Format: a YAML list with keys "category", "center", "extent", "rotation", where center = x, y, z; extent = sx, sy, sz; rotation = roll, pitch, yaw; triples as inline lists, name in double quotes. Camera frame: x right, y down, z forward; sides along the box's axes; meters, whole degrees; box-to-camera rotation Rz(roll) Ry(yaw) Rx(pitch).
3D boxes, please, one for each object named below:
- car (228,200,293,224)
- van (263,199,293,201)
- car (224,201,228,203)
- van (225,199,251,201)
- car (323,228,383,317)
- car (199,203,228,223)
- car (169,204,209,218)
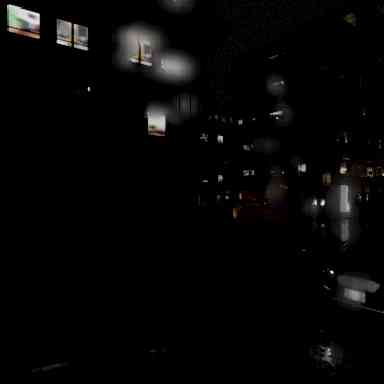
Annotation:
- category: "car"
  center: [5.633, 1.721, 27.712]
  extent: [1.882, 1.535, 5.008]
  rotation: [0, -1, -37]
- category: "van"
  center: [8.501, 1.603, 33.567]
  extent: [1.690, 1.788, 3.998]
  rotation: [-1, 0, -36]
- category: "car"
  center: [3.807, 1.929, 35.521]
  extent: [1.895, 1.301, 4.718]
  rotation: [0, -1, -36]
- category: "van"
  center: [5.184, 1.676, 38.081]
  extent: [1.690, 1.788, 3.998]
  rotation: [-1, 0, -36]
- category: "car"
  center: [4.760, 1.491, 7.085]
  extent: [4.902, 1.511, 2.128]
  rotation: [0, 0, -36]
- category: "car"
  center: [1.764, 1.874, 28.647]
  extent: [1.802, 1.307, 4.206]
  rotation: [-1, 0, -36]
- category: "car"
  center: [-0.375, 1.977, 35.890]
  extent: [1.895, 1.301, 4.718]
  rotation: [0, -1, -36]
